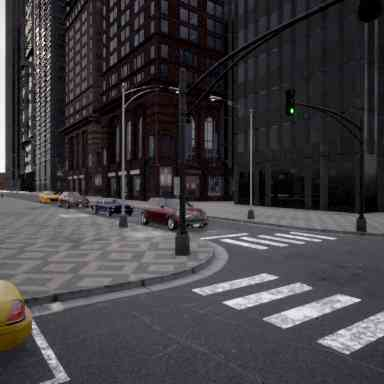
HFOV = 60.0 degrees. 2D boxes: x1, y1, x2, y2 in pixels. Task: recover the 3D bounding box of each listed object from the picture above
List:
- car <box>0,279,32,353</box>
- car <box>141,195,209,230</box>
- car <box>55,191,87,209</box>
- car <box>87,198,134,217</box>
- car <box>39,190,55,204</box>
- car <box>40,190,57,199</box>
[{"bbox_3d":[-4.404,1.525,3.508,4.829,1.417,1.752,0,0,-35],"label":"car"},{"bbox_3d":[-1.066,1.072,18.833,2.097,1.767,4.553,0,1,-36],"label":"car"},{"bbox_3d":[-12.203,0.723,34.288,2.097,1.767,4.553,0,1,-36],"label":"car"},{"bbox_3d":[-6.333,1.153,26.138,1.895,1.301,4.718,0,1,-36],"label":"car"},{"bbox_3d":[-18.276,0.668,42.772,1.882,1.535,5.008,0,1,-35],"label":"car"},{"bbox_3d":[-24.731,0.466,57.116,1.812,1.442,4.674,0,1,-35],"label":"car"}]
